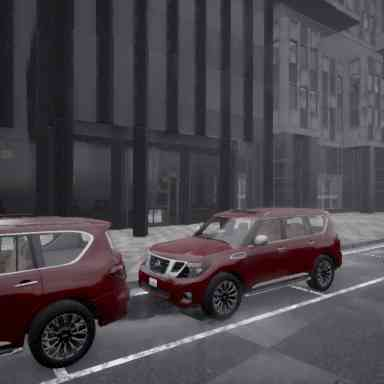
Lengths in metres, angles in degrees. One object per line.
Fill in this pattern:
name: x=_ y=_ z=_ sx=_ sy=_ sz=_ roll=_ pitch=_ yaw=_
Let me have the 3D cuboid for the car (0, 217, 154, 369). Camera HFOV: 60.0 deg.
car: x=-3.254 y=1.315 z=4.211 sx=5.009 sy=1.841 sz=2.192 roll=0 pitch=0 yaw=-35

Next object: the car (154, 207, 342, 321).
car: x=1.343 y=1.314 z=7.479 sx=5.009 sy=1.841 sz=2.192 roll=0 pitch=0 yaw=-35
